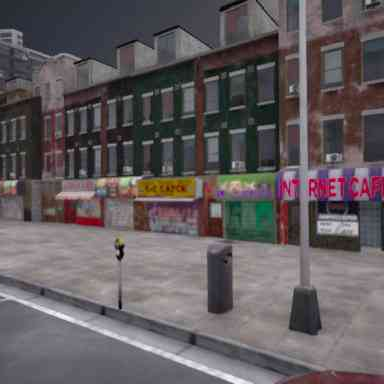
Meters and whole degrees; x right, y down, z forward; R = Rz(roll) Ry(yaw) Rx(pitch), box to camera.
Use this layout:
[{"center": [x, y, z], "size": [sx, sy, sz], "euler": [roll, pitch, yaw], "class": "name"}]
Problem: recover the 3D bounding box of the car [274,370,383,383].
[{"center": [2.156, 1.578, 1.281], "size": [4.206, 1.307, 1.802], "euler": [0, -1, 36], "class": "car"}]
